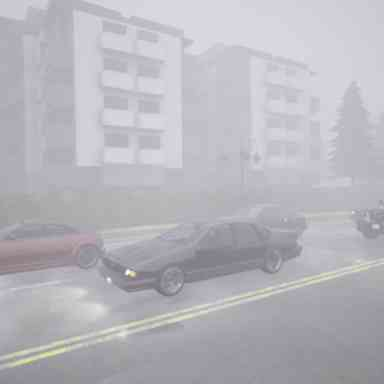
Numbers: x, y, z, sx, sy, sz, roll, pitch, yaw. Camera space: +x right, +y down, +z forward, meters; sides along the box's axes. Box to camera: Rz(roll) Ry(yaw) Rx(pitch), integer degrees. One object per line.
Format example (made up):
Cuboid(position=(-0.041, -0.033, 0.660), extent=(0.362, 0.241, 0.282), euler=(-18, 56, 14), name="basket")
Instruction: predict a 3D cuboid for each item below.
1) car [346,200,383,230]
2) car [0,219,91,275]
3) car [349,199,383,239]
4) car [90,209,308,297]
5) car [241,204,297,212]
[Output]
Cuboid(position=(10.952, 1.150, 18.108), extent=(4.718, 1.301, 1.895), euler=(-1, 1, -22), name="car")
Cuboid(position=(-4.575, 1.482, 9.253), extent=(4.181, 1.385, 1.994), euler=(-1, 1, -33), name="car")
Cuboid(position=(9.286, 0.868, 13.543), extent=(5.566, 2.045, 2.150), euler=(-1, 1, -26), name="car")
Cuboid(position=(0.483, 1.405, 8.436), extent=(5.357, 1.411, 2.033), euler=(-1, 1, -33), name="car")
Cuboid(position=(2.845, 1.261, 13.915), extent=(4.674, 1.442, 1.812), euler=(-1, 1, -30), name="car")
